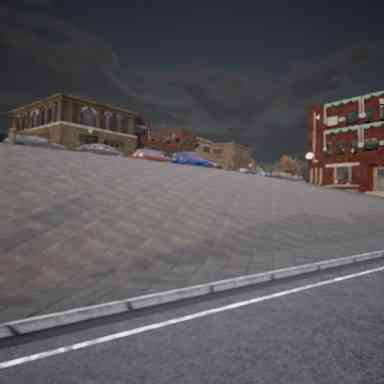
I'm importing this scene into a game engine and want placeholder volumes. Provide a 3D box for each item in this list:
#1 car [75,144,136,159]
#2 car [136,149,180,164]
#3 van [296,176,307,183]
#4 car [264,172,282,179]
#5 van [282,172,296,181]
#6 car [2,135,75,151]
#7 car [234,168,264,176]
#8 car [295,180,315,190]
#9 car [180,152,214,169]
[{"bbox_3d":[-7.845,-3.354,28.949,4.892,1.521,2.231,2,-1,-44],"label":"car"},{"bbox_3d":[-3.856,-3.296,32.933,2.185,1.767,4.553,1,-1,45],"label":"car"},{"bbox_3d":[18.021,-1.850,58.118,1.878,1.987,4.442,1,-3,38],"label":"van"},{"bbox_3d":[11.000,-2.189,49.383,2.002,1.452,4.674,1,-2,40],"label":"car"},{"bbox_3d":[14.613,-2.160,53.763,1.878,1.987,4.442,1,-2,39],"label":"van"},{"bbox_3d":[-11.766,-3.476,25.206,4.674,1.452,2.002,2,-1,-42],"label":"car"},{"bbox_3d":[7.415,-2.456,45.164,2.002,1.452,4.674,1,-2,41],"label":"car"},{"bbox_3d":[21.291,-1.277,62.461,2.163,1.488,4.792,1,-3,37],"label":"car"},{"bbox_3d":[0.041,-3.216,36.969,2.435,2.045,5.566,1,-2,44],"label":"car"}]
